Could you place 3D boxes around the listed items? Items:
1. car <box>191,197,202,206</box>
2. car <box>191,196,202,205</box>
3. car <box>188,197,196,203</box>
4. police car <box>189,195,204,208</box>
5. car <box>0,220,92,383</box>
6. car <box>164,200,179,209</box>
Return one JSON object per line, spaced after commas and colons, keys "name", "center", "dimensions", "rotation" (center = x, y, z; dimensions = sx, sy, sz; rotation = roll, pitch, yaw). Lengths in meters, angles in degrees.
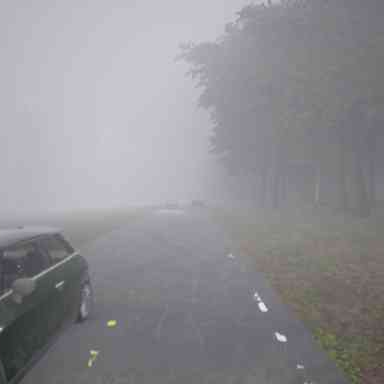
{"name": "car", "center": [0.843, 1.716, 61.047], "dimensions": [1.882, 1.535, 5.008], "rotation": [0, -1, 0]}
{"name": "car", "center": [0.844, 1.659, 67.020], "dimensions": [2.097, 1.767, 4.553], "rotation": [0, -1, 0]}
{"name": "car", "center": [0.026, 1.958, 85.538], "dimensions": [2.033, 1.411, 5.357], "rotation": [0, -1, 0]}
{"name": "police car", "center": [0.840, 1.574, 51.154], "dimensions": [1.930, 1.638, 5.238], "rotation": [0, 0, 0]}
{"name": "car", "center": [-2.849, 1.351, 4.127], "dimensions": [2.097, 1.767, 4.553], "rotation": [0, 0, 0]}
{"name": "car", "center": [-2.821, 1.716, 46.282], "dimensions": [1.895, 1.301, 4.718], "rotation": [0, 0, 0]}
